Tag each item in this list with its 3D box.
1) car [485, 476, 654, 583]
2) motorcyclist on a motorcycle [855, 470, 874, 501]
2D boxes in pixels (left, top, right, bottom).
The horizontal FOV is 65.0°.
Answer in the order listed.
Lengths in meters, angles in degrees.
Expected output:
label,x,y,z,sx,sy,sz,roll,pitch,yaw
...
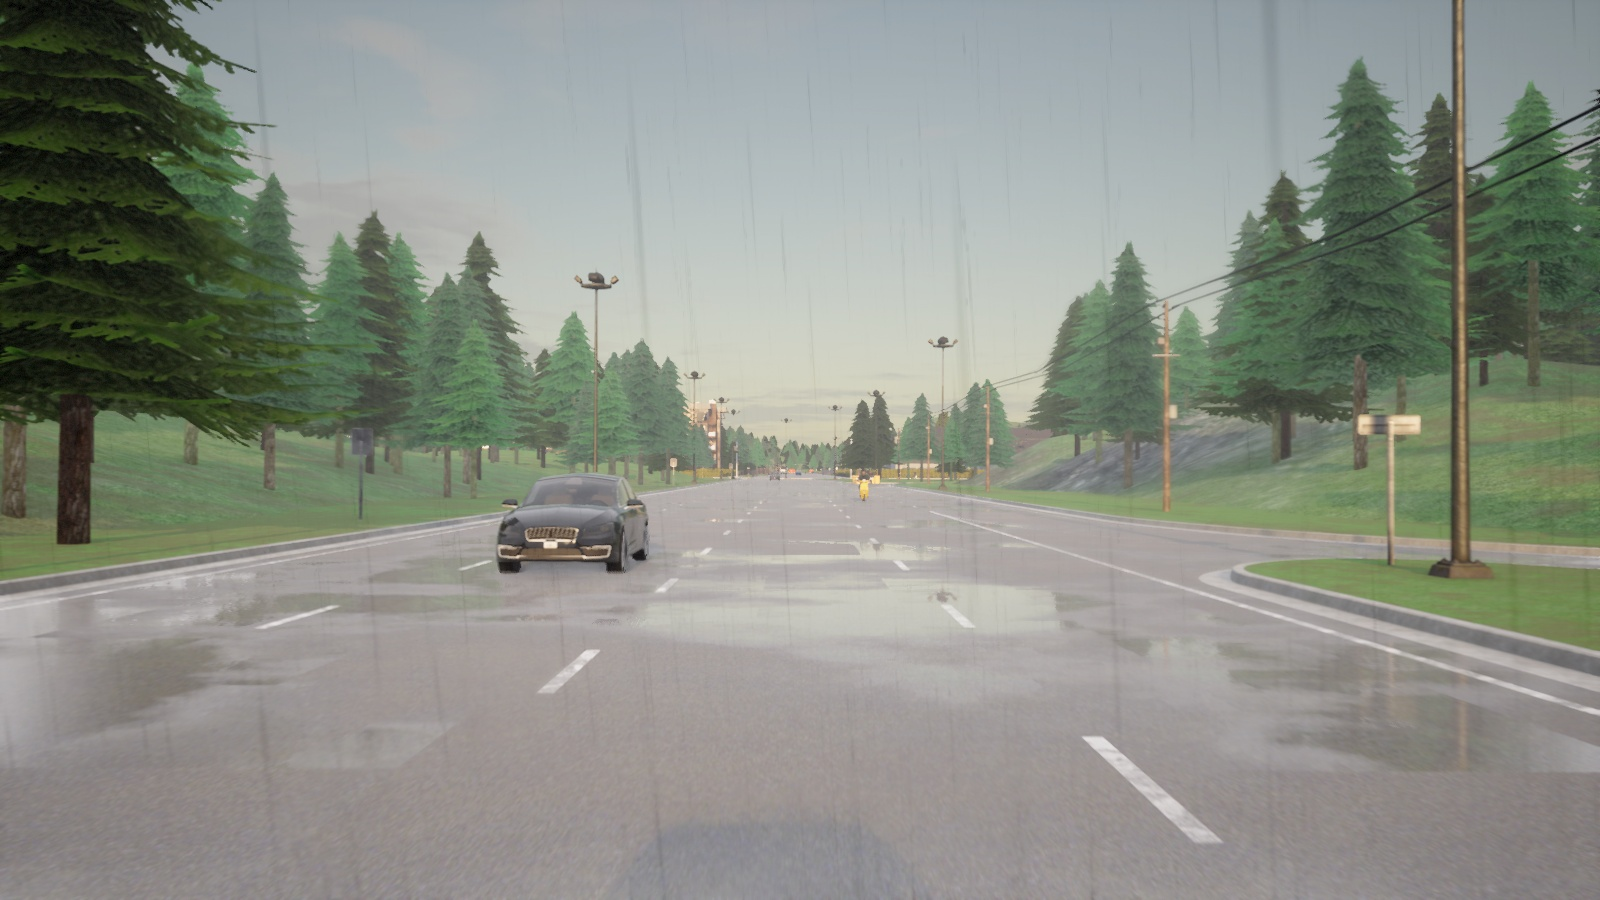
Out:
label,x,y,z,sx,sy,sz,roll,pitch,yaw
car,-3.549,1.172,20.239,1.837,1.490,4.892,0,-1,0
motorcyclist on a motorcycle,3.341,1.850,65.442,0.866,1.590,1.817,0,-1,0
